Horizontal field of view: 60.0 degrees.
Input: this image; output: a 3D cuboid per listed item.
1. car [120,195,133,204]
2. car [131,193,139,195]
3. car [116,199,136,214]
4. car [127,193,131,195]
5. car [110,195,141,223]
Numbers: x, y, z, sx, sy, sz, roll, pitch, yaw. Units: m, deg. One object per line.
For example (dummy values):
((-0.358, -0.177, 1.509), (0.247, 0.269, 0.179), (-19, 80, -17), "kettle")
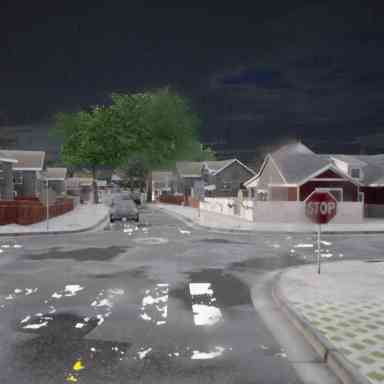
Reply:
((-13.007, 1.468, 65.830), (2.128, 1.511, 4.902), (0, 0, -16), "car")
((-9.975, 1.197, 55.930), (2.150, 2.045, 5.566), (0, 0, -17), "car")
((-7.328, 1.546, 36.518), (2.033, 1.411, 5.357), (0, 0, -13), "car")
((-10.418, 1.347, 47.962), (2.097, 1.767, 4.553), (0, 0, -16), "car")
((-5.193, 1.351, 25.770), (2.097, 1.767, 4.553), (0, 0, -10), "car")
